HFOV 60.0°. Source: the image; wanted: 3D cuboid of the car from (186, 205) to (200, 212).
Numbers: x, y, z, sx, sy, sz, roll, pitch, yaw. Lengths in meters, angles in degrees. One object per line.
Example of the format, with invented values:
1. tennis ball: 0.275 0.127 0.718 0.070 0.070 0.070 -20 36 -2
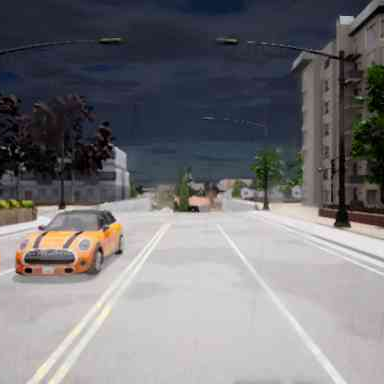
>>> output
1. car: 0.131 2.766 49.097 1.882 1.535 5.008 0 -10 0

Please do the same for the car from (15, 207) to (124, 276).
1. car: -3.576 1.380 10.536 2.097 1.767 4.553 0 0 0
